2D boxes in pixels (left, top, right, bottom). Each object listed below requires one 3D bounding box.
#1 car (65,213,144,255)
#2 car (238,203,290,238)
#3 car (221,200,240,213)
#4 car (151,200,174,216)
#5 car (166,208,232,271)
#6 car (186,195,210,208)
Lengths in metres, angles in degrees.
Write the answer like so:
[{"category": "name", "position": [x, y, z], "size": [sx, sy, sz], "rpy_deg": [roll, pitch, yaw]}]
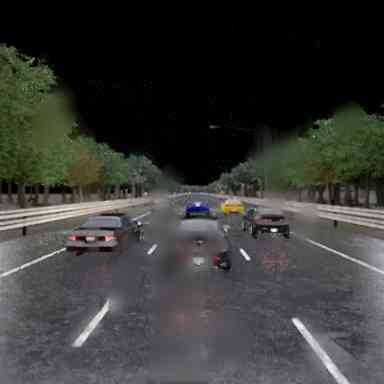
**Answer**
[{"category": "car", "position": [-3.230, 1.563, 13.258], "size": [2.033, 1.411, 5.357], "rpy_deg": [0, 0, 1]}, {"category": "car", "position": [3.850, 1.530, 17.856], "size": [1.837, 1.490, 4.892], "rpy_deg": [0, 0, 1]}, {"category": "car", "position": [4.108, 1.528, 34.388], "size": [1.882, 1.535, 5.008], "rpy_deg": [0, 0, 1]}, {"category": "car", "position": [-2.914, 1.534, 33.118], "size": [2.128, 1.511, 4.902], "rpy_deg": [0, 0, 1]}, {"category": "car", "position": [0.222, 1.521, 10.995], "size": [1.837, 1.490, 4.892], "rpy_deg": [0, 0, 1]}, {"category": "car", "position": [0.576, 1.266, 32.353], "size": [2.150, 2.045, 5.566], "rpy_deg": [0, 0, 1]}]
